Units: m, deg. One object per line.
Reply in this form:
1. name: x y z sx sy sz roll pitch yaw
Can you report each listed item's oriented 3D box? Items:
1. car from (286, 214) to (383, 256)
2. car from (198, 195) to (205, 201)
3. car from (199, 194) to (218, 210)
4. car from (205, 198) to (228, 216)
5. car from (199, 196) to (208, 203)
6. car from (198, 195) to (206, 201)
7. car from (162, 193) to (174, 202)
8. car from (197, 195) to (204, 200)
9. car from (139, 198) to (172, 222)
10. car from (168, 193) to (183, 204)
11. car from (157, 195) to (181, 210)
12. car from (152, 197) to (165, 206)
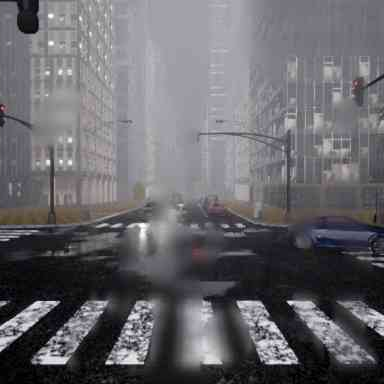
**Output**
1. car: 5.914 1.579 13.220 4.181 1.385 1.994 0 1 20
2. car: 2.388 1.473 87.578 1.752 1.417 4.829 -1 0 0
3. car: 2.457 1.297 43.212 2.192 1.841 5.009 -1 0 0
4. car: 2.461 1.569 32.163 1.802 1.307 4.206 -1 0 0
5. car: 2.420 1.507 70.834 1.887 1.381 4.507 -1 0 0
6. car: 2.400 1.535 81.884 1.802 1.307 4.206 -1 0 0
7. car: -5.473 1.272 76.319 2.192 1.841 5.009 -1 0 0
8. car: 2.379 1.488 92.933 1.887 1.381 4.507 -1 0 0
9. car: -2.926 1.495 26.556 1.837 1.490 4.892 0 0 1
10. car: -2.877 1.192 63.653 2.150 2.045 5.566 0 0 0
11. car: -2.929 1.473 42.801 2.128 1.511 4.902 0 0 0
12. car: -5.428 1.557 54.221 1.802 1.307 4.206 -1 0 0
